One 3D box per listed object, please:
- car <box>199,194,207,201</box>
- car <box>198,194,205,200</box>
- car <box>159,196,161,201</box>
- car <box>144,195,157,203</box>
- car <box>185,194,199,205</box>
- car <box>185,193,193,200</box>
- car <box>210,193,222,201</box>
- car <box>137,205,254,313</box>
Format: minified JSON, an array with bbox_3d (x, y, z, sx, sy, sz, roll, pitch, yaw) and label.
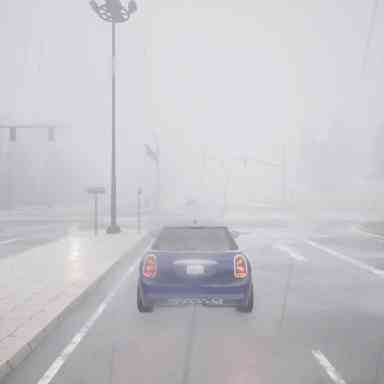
[{"bbox_3d":[2.858,1.513,85.220,1.812,1.442,4.674,0,0,-1],"label":"car"},{"bbox_3d":[2.694,1.442,95.544,1.882,1.535,5.008,0,0,-1],"label":"car"},{"bbox_3d":[-8.521,1.355,77.492,2.097,1.767,4.553,0,0,-1],"label":"car"},{"bbox_3d":[-8.372,1.547,67.030,2.033,1.411,5.357,0,0,-1],"label":"car"},{"bbox_3d":[-0.157,1.525,54.658,1.812,1.442,4.674,0,0,-1],"label":"car"},{"bbox_3d":[-0.806,1.189,95.518,2.150,2.045,5.566,0,0,-1],"label":"car"},{"bbox_3d":[6.362,1.214,84.949,2.150,2.045,5.566,0,0,-1],"label":"car"},{"bbox_3d":[0.071,1.352,7.839,2.097,1.767,4.553,0,0,0],"label":"car"}]
